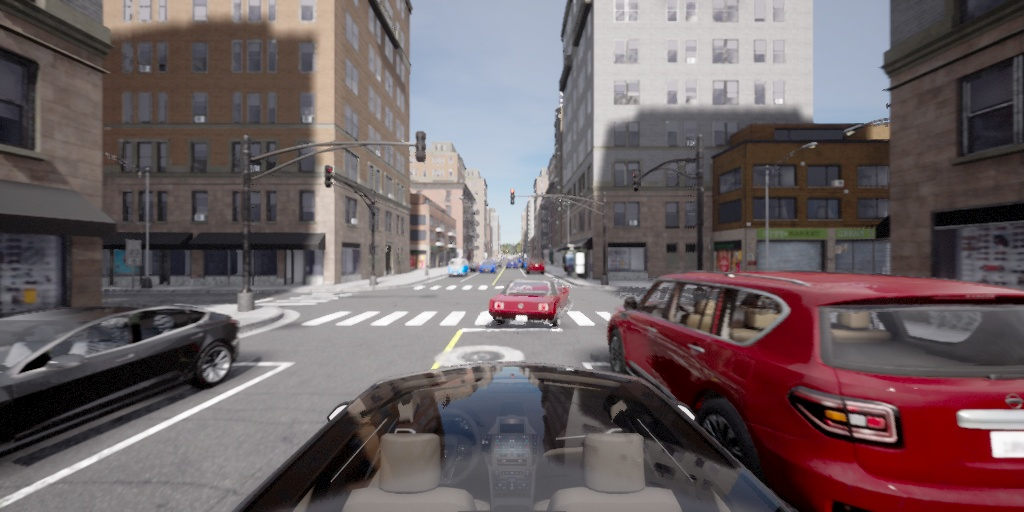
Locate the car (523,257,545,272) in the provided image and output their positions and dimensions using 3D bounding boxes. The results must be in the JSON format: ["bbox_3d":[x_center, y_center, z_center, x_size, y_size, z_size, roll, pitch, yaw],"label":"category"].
[{"bbox_3d":[2.702,1.167,41.626,2.192,1.841,5.009,0,0,0],"label":"car"}]

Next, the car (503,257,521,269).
[{"bbox_3d":[0.045,1.255,60.964,2.097,1.767,4.553,0,0,1],"label":"car"}]

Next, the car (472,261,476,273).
[{"bbox_3d":[-5.408,1.432,47.031,1.948,1.339,4.313,0,0,0],"label":"car"}]

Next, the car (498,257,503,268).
[{"bbox_3d":[-2.757,1.404,65.064,2.128,1.511,4.902,0,0,0],"label":"car"}]

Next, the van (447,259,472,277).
[{"bbox_3d":[-5.410,1.180,36.218,1.690,1.789,3.998,0,0,0],"label":"van"}]

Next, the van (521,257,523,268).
[{"bbox_3d":[2.686,1.234,57.845,1.690,1.789,3.998,0,0,0],"label":"van"}]

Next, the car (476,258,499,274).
[{"bbox_3d":[-2.846,1.333,42.601,1.882,1.535,5.008,0,0,0],"label":"car"}]

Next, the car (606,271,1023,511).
[{"bbox_3d":[2.637,1.072,4.255,2.192,1.841,5.009,0,0,0],"label":"car"}]

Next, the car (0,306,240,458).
[{"bbox_3d":[-5.388,1.323,4.254,1.948,1.339,4.313,0,0,0],"label":"car"}]

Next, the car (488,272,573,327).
[{"bbox_3d":[0.818,1.377,11.725,1.895,1.301,4.718,0,0,15],"label":"car"}]
